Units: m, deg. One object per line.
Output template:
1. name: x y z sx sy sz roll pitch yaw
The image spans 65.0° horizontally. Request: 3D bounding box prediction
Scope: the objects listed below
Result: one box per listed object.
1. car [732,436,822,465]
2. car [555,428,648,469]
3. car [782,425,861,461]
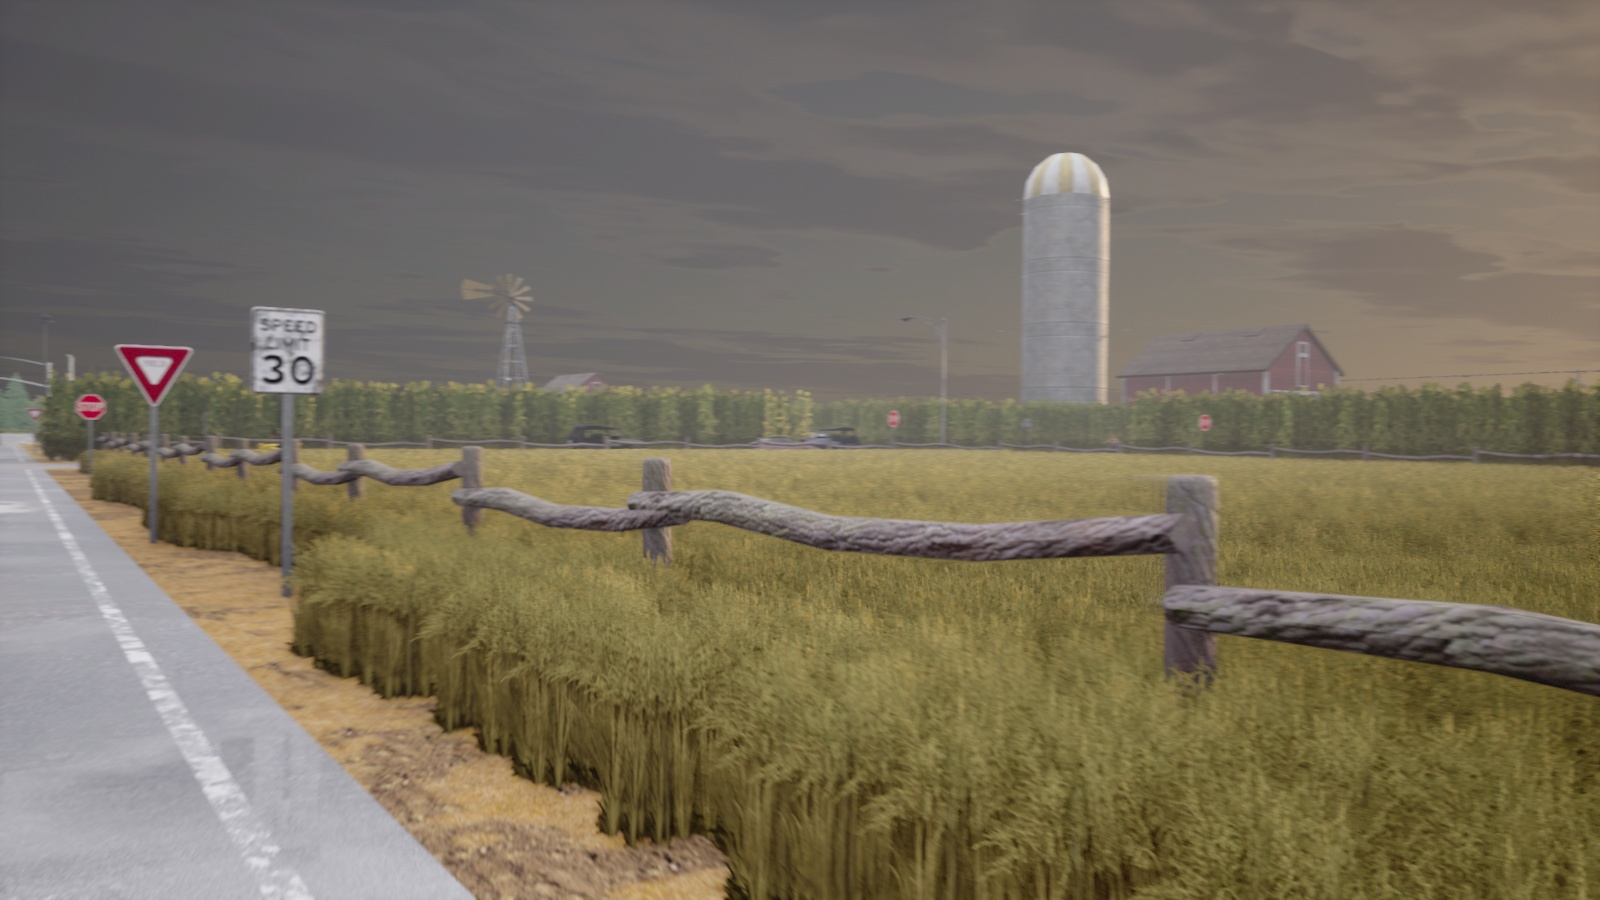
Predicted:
1. car: -1.155 -0.005 64.674 4.181 1.385 1.994 -1 1 -33
2. car: -9.396 -0.097 59.413 3.866 1.878 1.905 -1 1 -33
3. car: 1.187 -0.389 69.660 3.866 1.878 1.905 -1 1 -25
